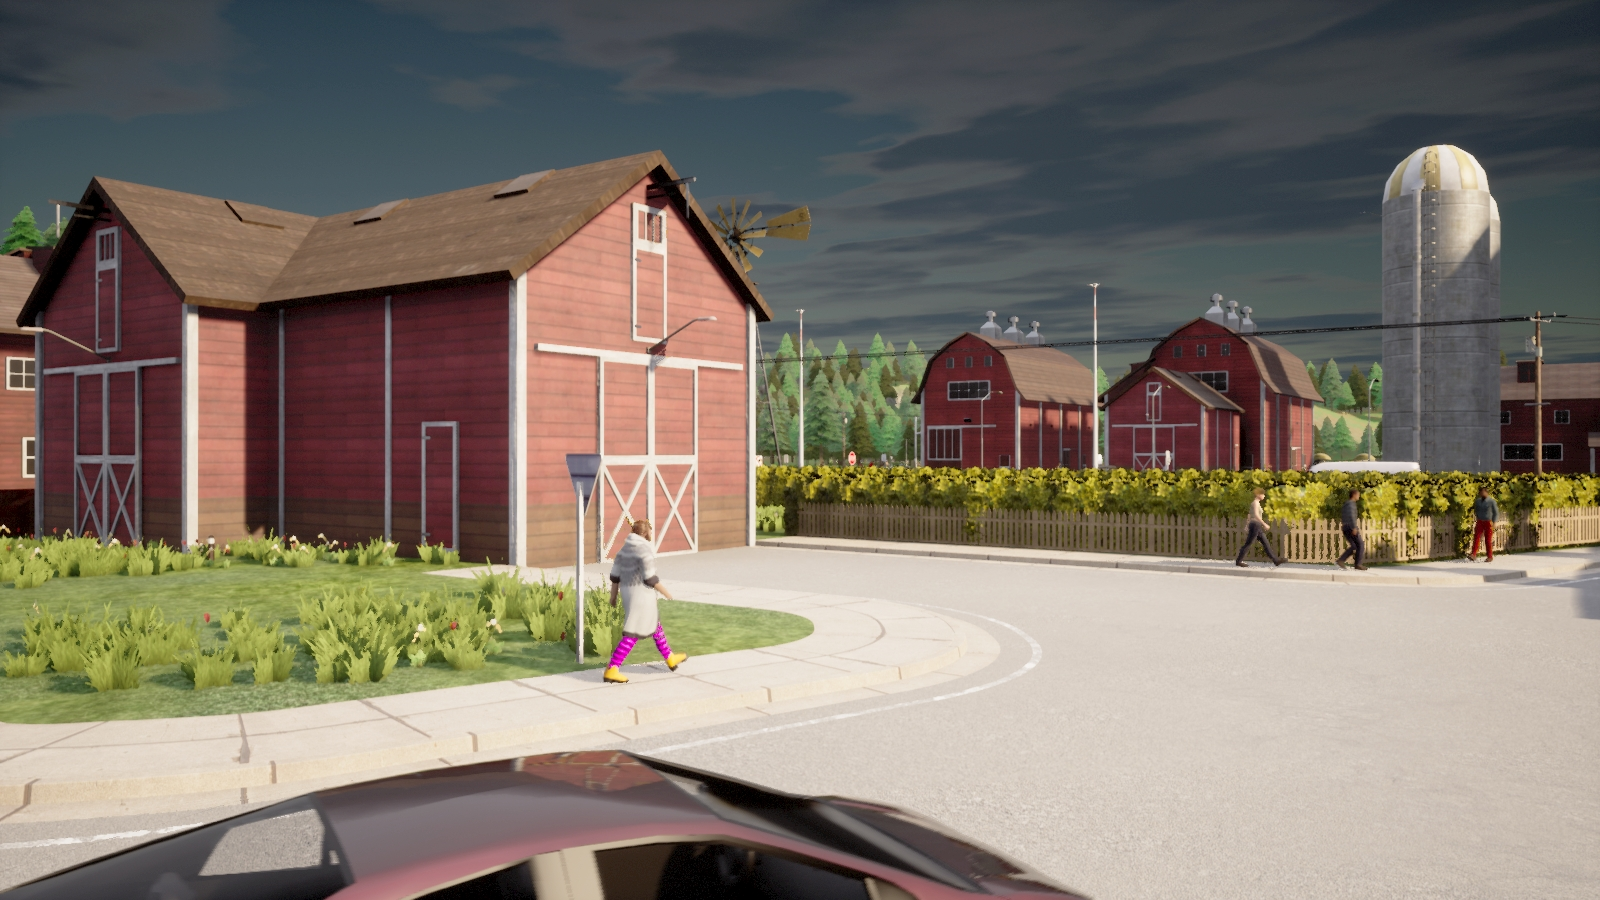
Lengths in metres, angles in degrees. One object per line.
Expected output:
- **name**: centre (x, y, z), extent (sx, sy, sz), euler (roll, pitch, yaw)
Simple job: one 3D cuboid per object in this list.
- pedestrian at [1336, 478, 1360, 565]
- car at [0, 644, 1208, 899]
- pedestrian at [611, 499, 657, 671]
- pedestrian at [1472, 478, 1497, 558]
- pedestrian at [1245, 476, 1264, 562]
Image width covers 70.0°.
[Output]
- **pedestrian**: centre (11.944, 1.548, 24.893), extent (0.375, 1.860, 0.375), euler (0, 0, 10)
- **car**: centre (-0.813, 1.858, 4.359), extent (4.514, 1.525, 2.007), euler (0, 1, -30)
- **pedestrian**: centre (-1.866, 1.495, 12.826), extent (0.375, 1.860, 0.375), euler (0, 0, -38)
- **pedestrian**: centre (16.211, 1.602, 27.053), extent (0.375, 1.860, 0.375), euler (0, 0, -32)
- **pedestrian**: centre (10.019, 1.518, 25.185), extent (0.375, 1.860, 0.375), euler (0, 0, 22)
